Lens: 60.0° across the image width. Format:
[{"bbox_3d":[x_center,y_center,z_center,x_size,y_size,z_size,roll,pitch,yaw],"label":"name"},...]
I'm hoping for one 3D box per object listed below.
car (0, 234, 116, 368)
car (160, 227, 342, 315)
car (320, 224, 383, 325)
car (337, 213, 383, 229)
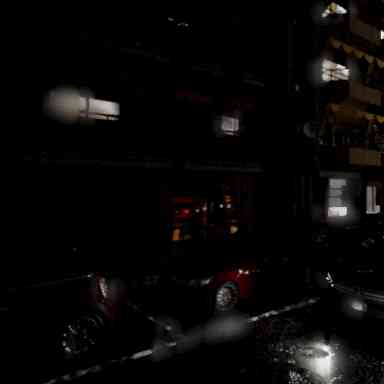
[{"bbox_3d":[-3.206,1.441,4.279,4.097,1.590,1.967,0,0,-35],"label":"car"},{"bbox_3d":[1.294,1.578,7.488,4.206,1.307,1.802,0,0,-35],"label":"car"},{"bbox_3d":[4.499,1.521,6.588,4.674,1.442,1.812,0,0,-36],"label":"car"},{"bbox_3d":[5.792,1.433,10.698,4.097,1.590,1.967,0,0,-35],"label":"car"}]
